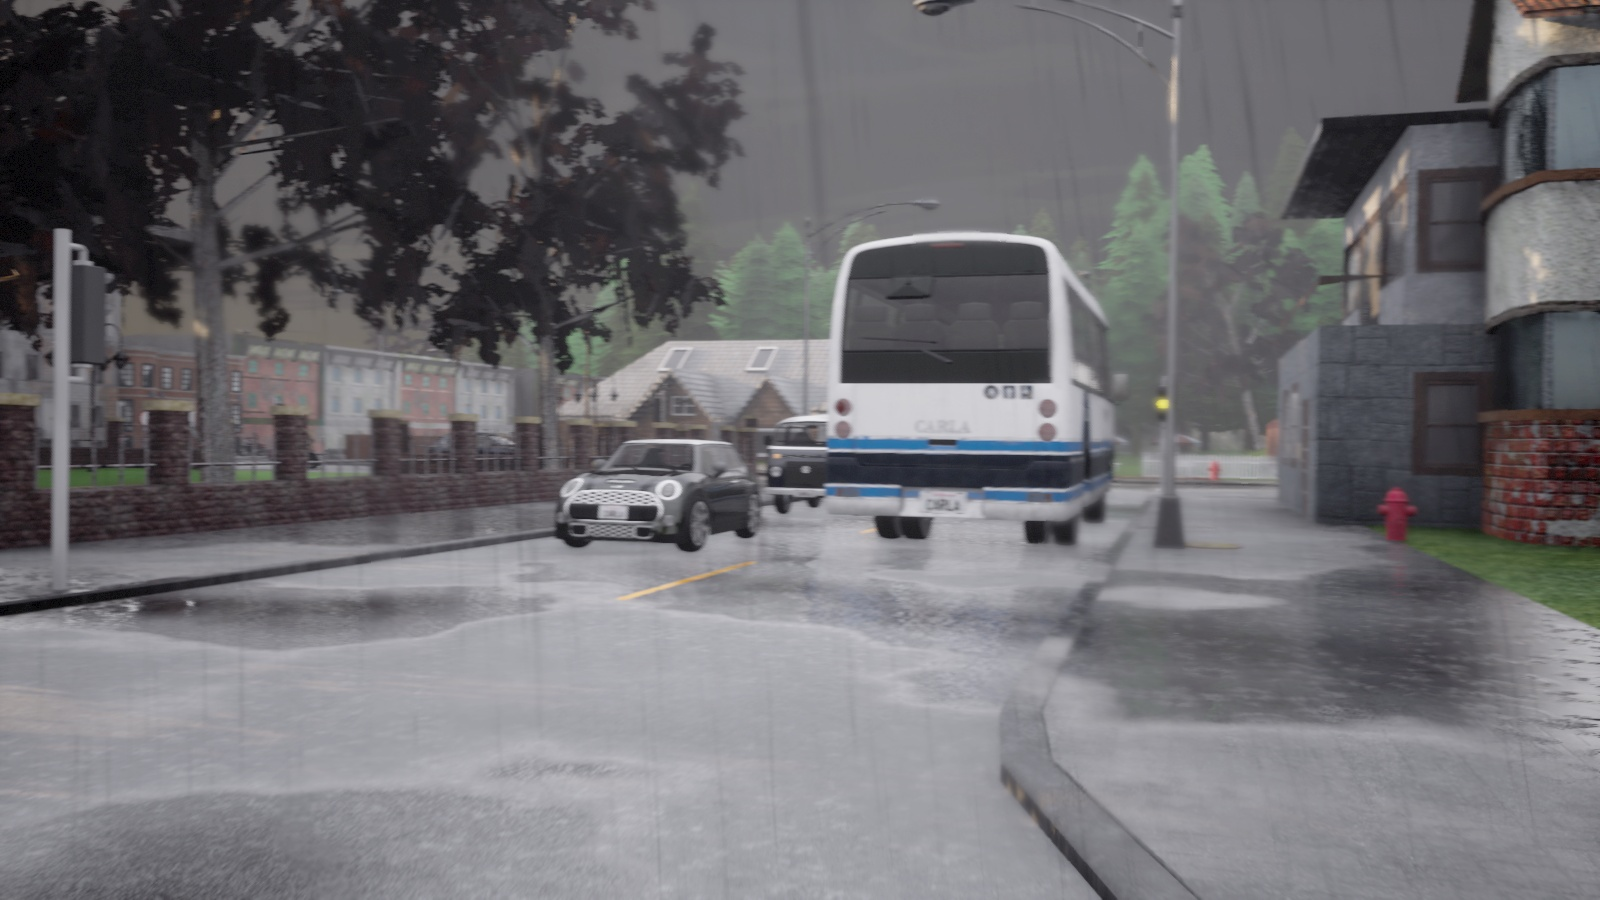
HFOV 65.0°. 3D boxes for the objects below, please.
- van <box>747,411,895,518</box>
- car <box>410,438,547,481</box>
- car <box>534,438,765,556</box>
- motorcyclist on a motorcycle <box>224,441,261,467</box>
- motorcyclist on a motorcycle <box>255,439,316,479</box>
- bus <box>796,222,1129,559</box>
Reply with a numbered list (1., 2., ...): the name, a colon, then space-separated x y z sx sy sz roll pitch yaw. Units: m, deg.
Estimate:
1. van: 0.550 0.261 26.200 2.069 2.038 4.480 0 0 15
2. car: -12.719 0.347 49.742 4.856 1.649 2.033 0 0 15
3. car: -1.979 0.577 17.748 1.970 1.475 3.806 0 0 15
4. motorcyclist on a motorcycle: -35.106 0.241 79.076 0.766 1.649 2.350 0 1 17
5. motorcyclist on a motorcycle: -21.437 0.384 52.350 2.350 1.649 0.766 0 0 15
6. bus: 3.340 -0.814 21.352 3.944 4.253 10.273 0 1 17
